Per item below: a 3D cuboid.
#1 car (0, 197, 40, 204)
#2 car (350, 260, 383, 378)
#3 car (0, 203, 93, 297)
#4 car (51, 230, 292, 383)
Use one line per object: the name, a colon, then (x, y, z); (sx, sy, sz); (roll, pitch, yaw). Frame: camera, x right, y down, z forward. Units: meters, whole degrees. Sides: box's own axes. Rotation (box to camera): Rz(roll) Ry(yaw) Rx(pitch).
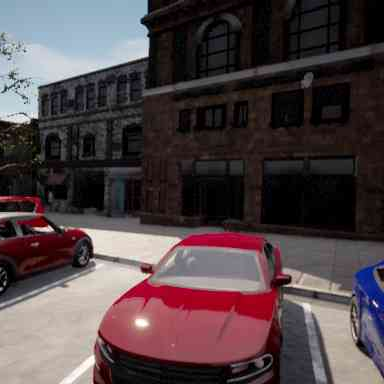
car: (-6.931, 1.173, 10.323); (2.435, 2.045, 5.566); (1, -1, 15)
car: (2.886, 1.488, 3.353); (2.002, 1.452, 4.674); (1, -1, 16)
car: (-4.494, 1.306, 8.579); (2.185, 1.767, 4.553); (0, -1, 15)
car: (0.426, 1.444, 5.114); (2.097, 1.535, 5.008); (1, -1, 16)
